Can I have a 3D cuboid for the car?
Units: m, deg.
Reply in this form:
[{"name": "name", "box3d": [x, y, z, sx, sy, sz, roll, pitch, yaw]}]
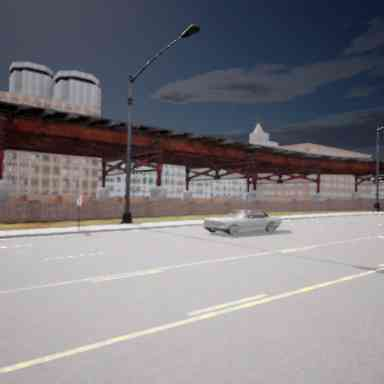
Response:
[{"name": "car", "box3d": [2.914, 1.677, 18.965, 4.718, 1.301, 1.895, 0, 0, -35]}]
